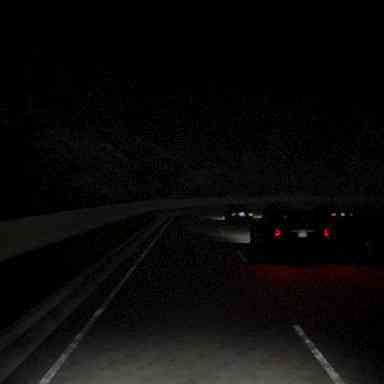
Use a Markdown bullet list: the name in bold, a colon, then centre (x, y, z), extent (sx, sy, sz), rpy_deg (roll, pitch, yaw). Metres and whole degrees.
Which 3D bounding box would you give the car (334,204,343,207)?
- **car**: centre (10.553, 1.619, 25.647), extent (2.033, 1.411, 5.357), rpy_deg (0, 0, 1)

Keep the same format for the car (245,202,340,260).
- **car**: centre (3.538, 1.387, 12.699), extent (2.097, 1.767, 4.553), rpy_deg (0, 0, 1)

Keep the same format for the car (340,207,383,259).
- **car**: centre (7.039, 1.542, 12.827), extent (1.837, 1.490, 4.892), rpy_deg (0, 0, 1)

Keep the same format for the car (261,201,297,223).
- **car**: centre (7.125, 1.583, 27.832), extent (1.837, 1.490, 4.892), rpy_deg (0, 0, 2)

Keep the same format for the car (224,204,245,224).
- **car**: centre (3.555, 1.618, 25.648), extent (2.033, 1.411, 5.357), rpy_deg (0, 0, 1)
